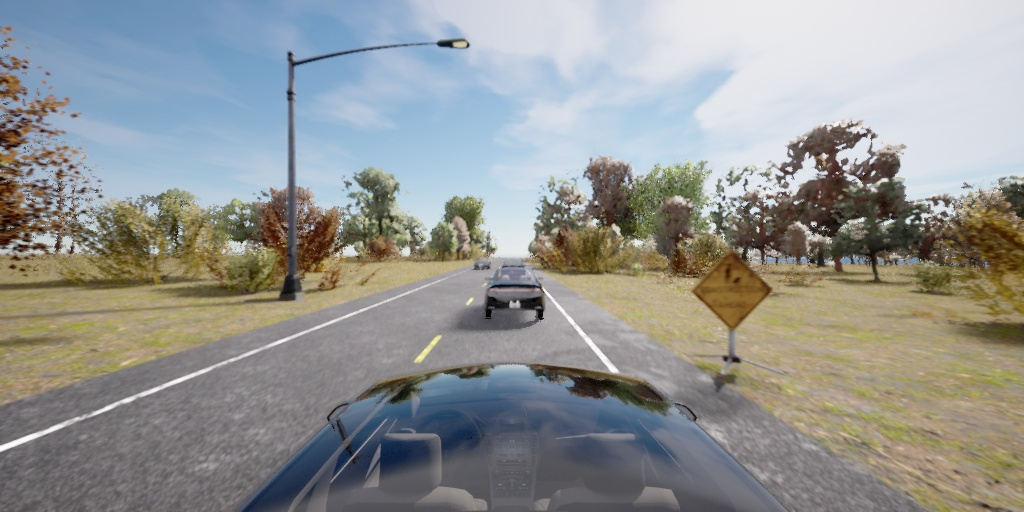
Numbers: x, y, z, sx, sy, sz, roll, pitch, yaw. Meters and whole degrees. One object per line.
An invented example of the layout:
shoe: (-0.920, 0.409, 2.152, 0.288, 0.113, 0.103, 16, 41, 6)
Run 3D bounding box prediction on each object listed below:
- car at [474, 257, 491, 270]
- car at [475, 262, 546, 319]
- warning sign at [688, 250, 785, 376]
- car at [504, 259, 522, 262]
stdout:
car: (-3.581, 0.899, 43.905, 2.128, 1.511, 4.902, 0, 0, 0)
car: (0.084, 1.149, 12.443, 2.128, 1.511, 4.902, 0, 0, 0)
warning sign: (3.550, 0.830, 5.789, 1.300, 1.860, 1.060, 0, 0, 0)
car: (0.091, 0.996, 29.301, 1.882, 1.535, 5.008, 0, 0, 0)
